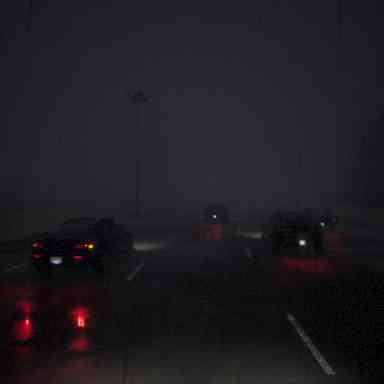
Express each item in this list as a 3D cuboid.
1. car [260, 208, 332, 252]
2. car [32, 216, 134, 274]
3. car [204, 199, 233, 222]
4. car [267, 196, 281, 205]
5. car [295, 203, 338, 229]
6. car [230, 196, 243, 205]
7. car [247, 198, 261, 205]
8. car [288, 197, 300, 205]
[{"bbox_3d":[4.140,1.562,14.273,1.837,1.490,4.892,0,0,5],"label":"car"},{"bbox_3d":[-3.149,1.482,10.360,1.812,1.442,4.674,1,0,3],"label":"car"},{"bbox_3d":[2.029,1.533,26.442,1.837,1.490,4.892,0,0,9],"label":"car"},{"bbox_3d":[15.717,1.568,63.300,2.097,1.767,4.553,1,0,22],"label":"car"},{"bbox_3d":[8.385,1.716,22.761,1.895,1.301,4.718,1,0,8],"label":"car"},{"bbox_3d":[8.536,1.622,64.245,1.837,1.490,4.892,0,0,22],"label":"car"},{"bbox_3d":[11.965,1.765,63.983,1.895,1.301,4.718,1,0,22],"label":"car"},{"bbox_3d":[19.214,1.741,62.700,1.882,1.535,5.008,0,0,23],"label":"car"}]
